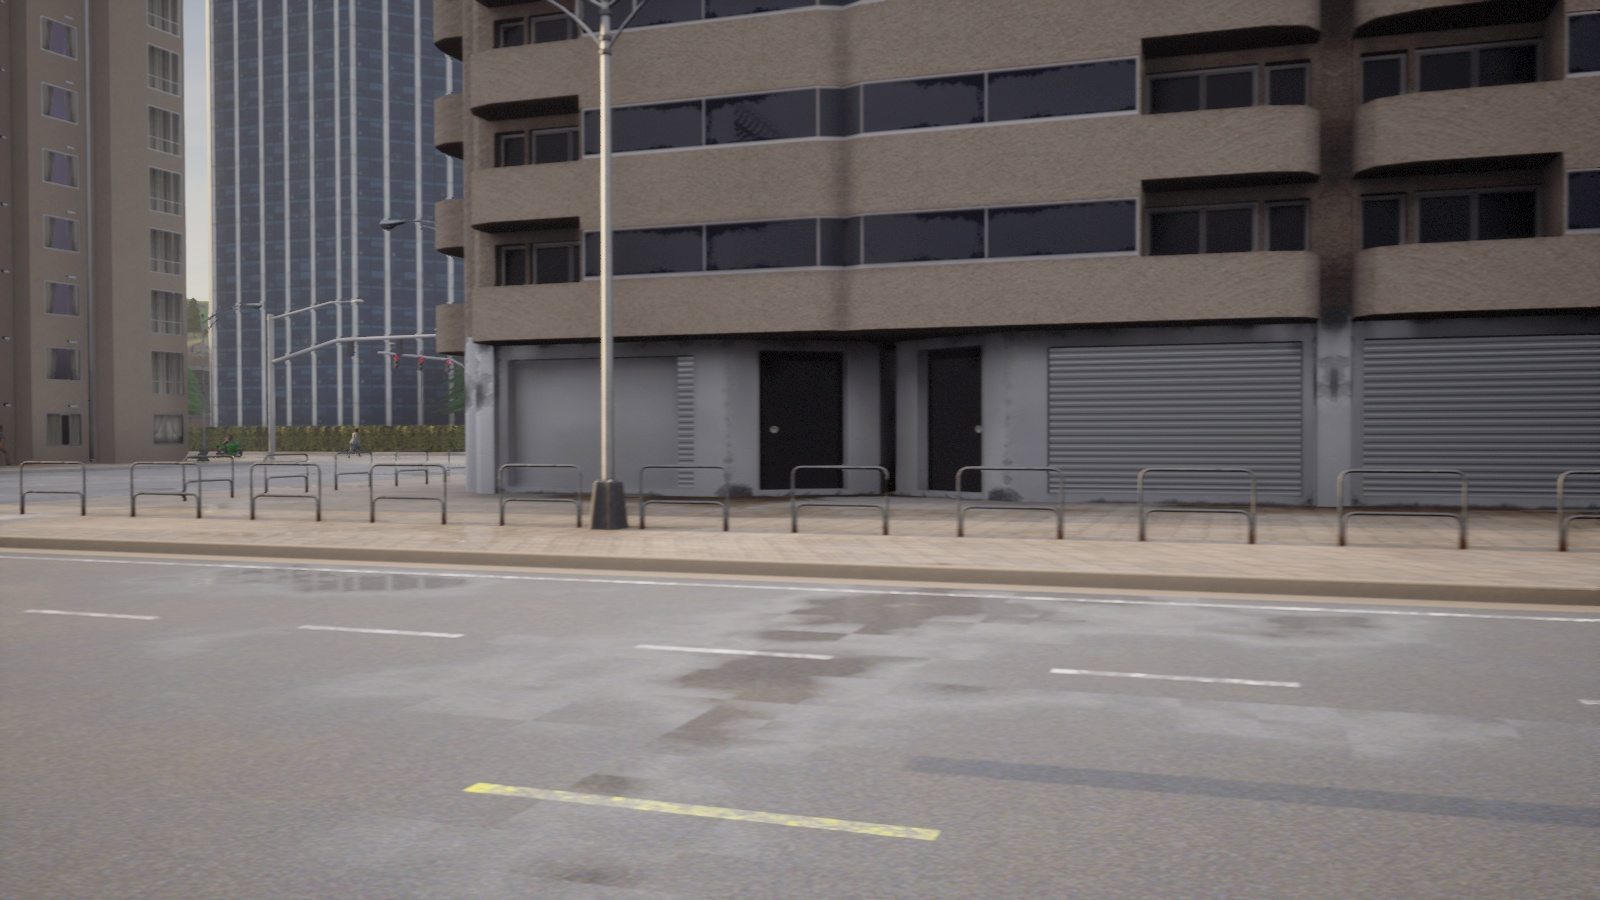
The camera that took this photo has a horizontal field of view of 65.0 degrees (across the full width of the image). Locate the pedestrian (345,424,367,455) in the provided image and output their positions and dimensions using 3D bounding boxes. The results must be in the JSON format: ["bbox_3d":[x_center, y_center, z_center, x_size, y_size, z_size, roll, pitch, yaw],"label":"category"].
[{"bbox_3d":[-26.638,-0.643,75.296,0.874,1.855,0.900,1,1,31],"label":"pedestrian"}]

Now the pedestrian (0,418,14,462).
[{"bbox_3d":[-33.792,-0.430,53.131,0.540,1.848,0.694,1,1,17],"label":"pedestrian"}]

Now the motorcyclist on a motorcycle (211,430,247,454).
[{"bbox_3d":[-35.752,-0.518,78.668,2.044,1.523,0.797,1,1,19],"label":"motorcyclist on a motorcycle"}]
